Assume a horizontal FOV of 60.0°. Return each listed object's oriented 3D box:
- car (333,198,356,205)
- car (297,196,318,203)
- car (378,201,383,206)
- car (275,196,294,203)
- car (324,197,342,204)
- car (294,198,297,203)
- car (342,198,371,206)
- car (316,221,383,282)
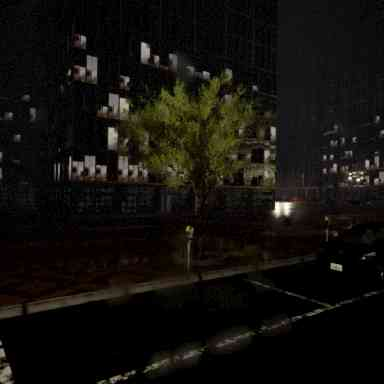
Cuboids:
[{"bbox_3d":[33.171,1.989,72.517,2.008,1.369,4.403,1,-1,-20],"label":"car"},{"bbox_3d":[29.322,1.824,83.025,2.192,1.841,5.009,1,-1,-20],"label":"car"},{"bbox_3d":[36.965,1.893,62.172,1.752,1.417,4.829,1,-1,-20],"label":"car"},{"bbox_3d":[21.931,1.798,80.287,1.967,1.590,4.097,1,-1,-20],"label":"car"},{"bbox_3d":[27.708,1.692,64.537,1.967,1.590,4.097,1,-1,-20],"label":"car"},{"bbox_3d":[27.392,2.127,88.274,1.802,1.307,4.206,1,-1,-20],"label":"car"},{"bbox_3d":[29.631,1.767,59.286,2.008,1.369,4.403,1,-1,-20],"label":"car"},{"bbox_3d":[5.555,1.574,9.817,4.313,1.339,1.947,0,1,-34],"label":"car"}]
